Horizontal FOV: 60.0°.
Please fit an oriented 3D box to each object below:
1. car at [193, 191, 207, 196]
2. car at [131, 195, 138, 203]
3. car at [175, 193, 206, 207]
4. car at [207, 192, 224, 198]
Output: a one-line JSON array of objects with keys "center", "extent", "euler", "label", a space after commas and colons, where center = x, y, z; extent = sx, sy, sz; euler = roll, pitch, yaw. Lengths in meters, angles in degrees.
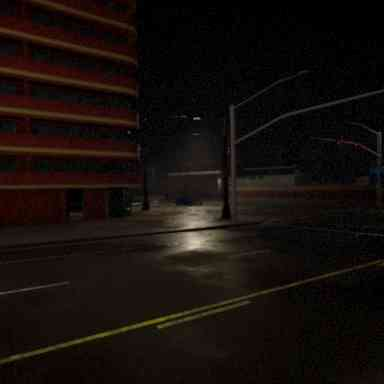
[{"center": [2.258, 0.471, 81.228], "extent": [4.611, 1.667, 2.242], "euler": [-2, 1, -35], "label": "car"}, {"center": [-11.364, 1.226, 59.573], "extent": [1.812, 1.442, 4.674], "euler": [-2, 1, -36], "label": "car"}, {"center": [-0.571, 1.219, 44.860], "extent": [1.812, 1.442, 4.674], "euler": [-2, 1, -36], "label": "car"}, {"center": [6.215, 0.614, 76.993], "extent": [3.806, 1.475, 1.970], "euler": [-2, 1, -35], "label": "car"}]
